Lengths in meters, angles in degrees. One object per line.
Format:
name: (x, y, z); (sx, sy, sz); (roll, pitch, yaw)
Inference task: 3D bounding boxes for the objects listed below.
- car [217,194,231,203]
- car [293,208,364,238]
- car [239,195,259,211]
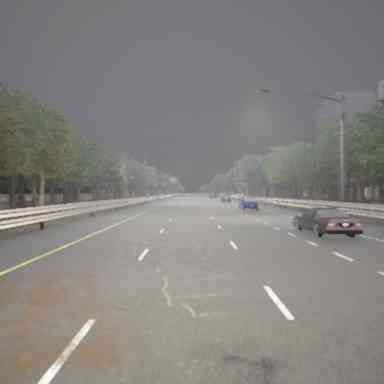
car: (7.093, 1.393, 71.345); (2.097, 1.767, 4.553); (0, 0, 0)
car: (7.007, 1.547, 17.698); (2.033, 1.411, 5.357); (0, 0, 0)
car: (7.019, 1.500, 41.541); (1.882, 1.535, 5.008); (0, 0, 0)
